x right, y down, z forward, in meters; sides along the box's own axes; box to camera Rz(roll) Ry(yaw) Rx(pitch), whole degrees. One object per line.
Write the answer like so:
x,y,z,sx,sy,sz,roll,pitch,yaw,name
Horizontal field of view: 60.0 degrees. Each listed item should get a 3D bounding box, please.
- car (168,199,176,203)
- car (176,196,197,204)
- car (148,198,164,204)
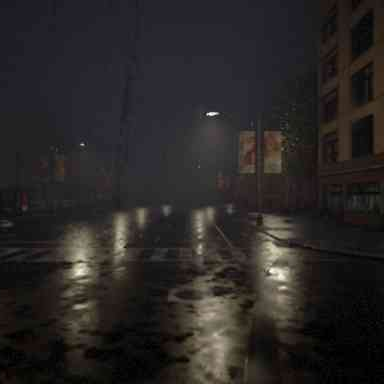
-4.100,2.471,92.947,1.895,1.301,4.718,0,-1,27,car
-1.254,2.082,90.864,2.150,2.045,5.566,0,-1,27,car
-9.912,2.345,87.501,2.002,1.452,4.674,0,-1,20,car
